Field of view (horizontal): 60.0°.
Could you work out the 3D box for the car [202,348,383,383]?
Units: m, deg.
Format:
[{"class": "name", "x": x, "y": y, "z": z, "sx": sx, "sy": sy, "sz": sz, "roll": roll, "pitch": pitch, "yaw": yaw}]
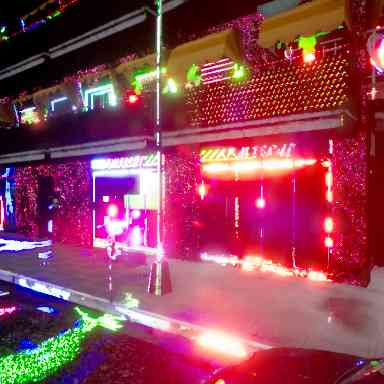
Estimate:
[{"class": "car", "x": 1.878, "y": 1.551, "z": 1.532, "sx": 4.403, "sy": 1.369, "sz": 2.008, "roll": 0, "pitch": 0, "yaw": 36}]
